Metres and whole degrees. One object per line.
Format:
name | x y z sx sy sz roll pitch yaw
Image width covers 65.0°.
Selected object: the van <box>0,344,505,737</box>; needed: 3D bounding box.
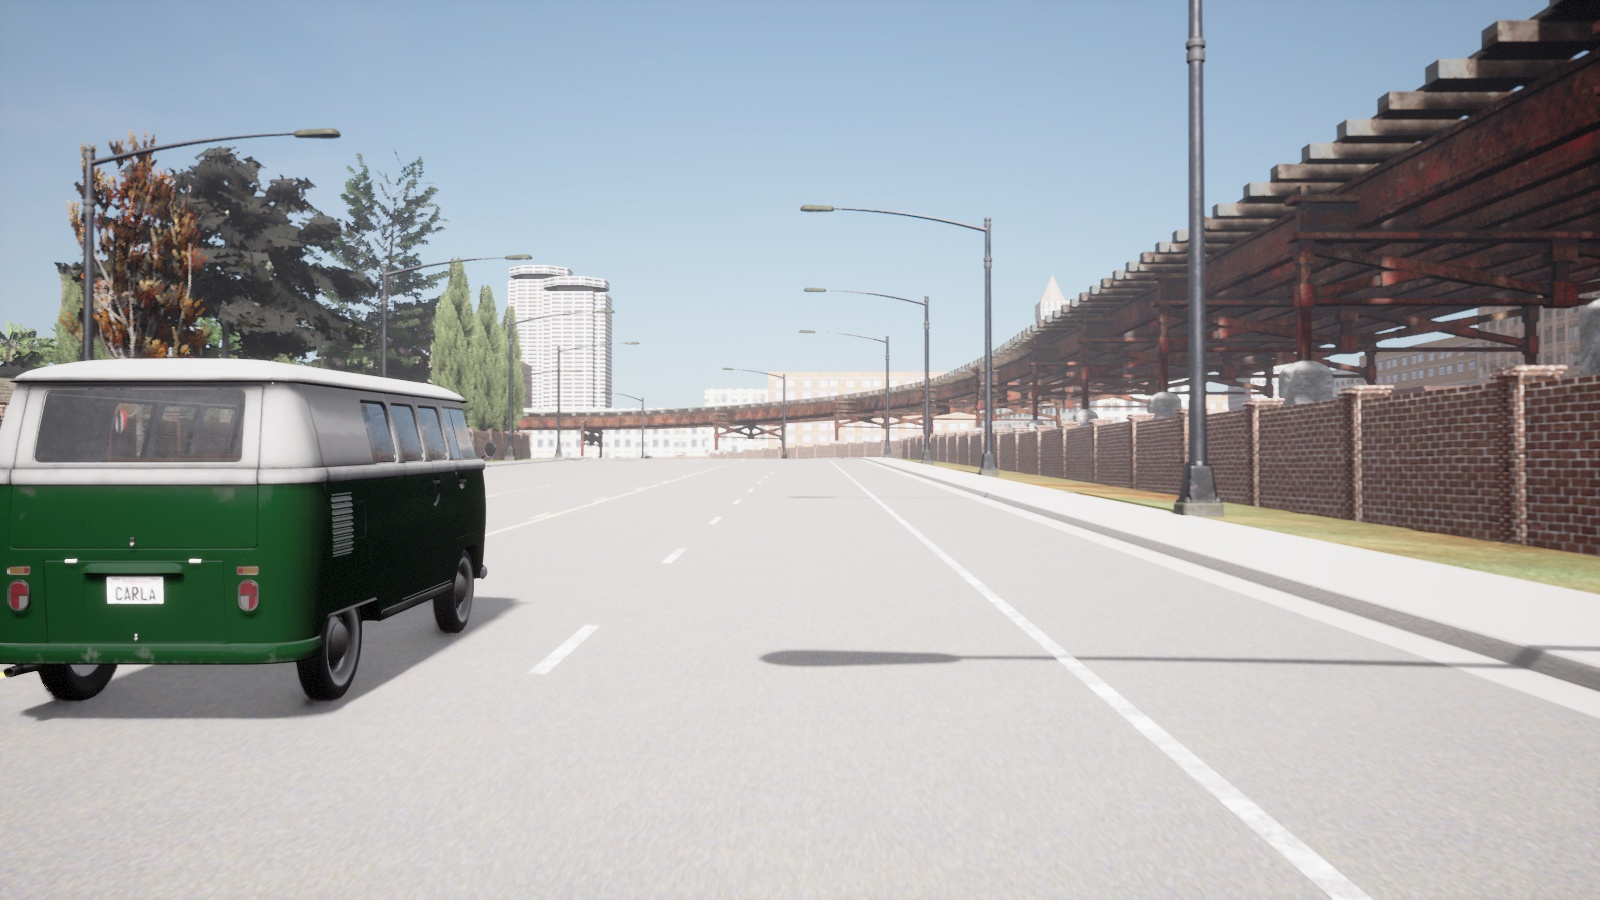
van | -3.434 0.441 8.578 1.775 1.987 4.442 0 0 0
